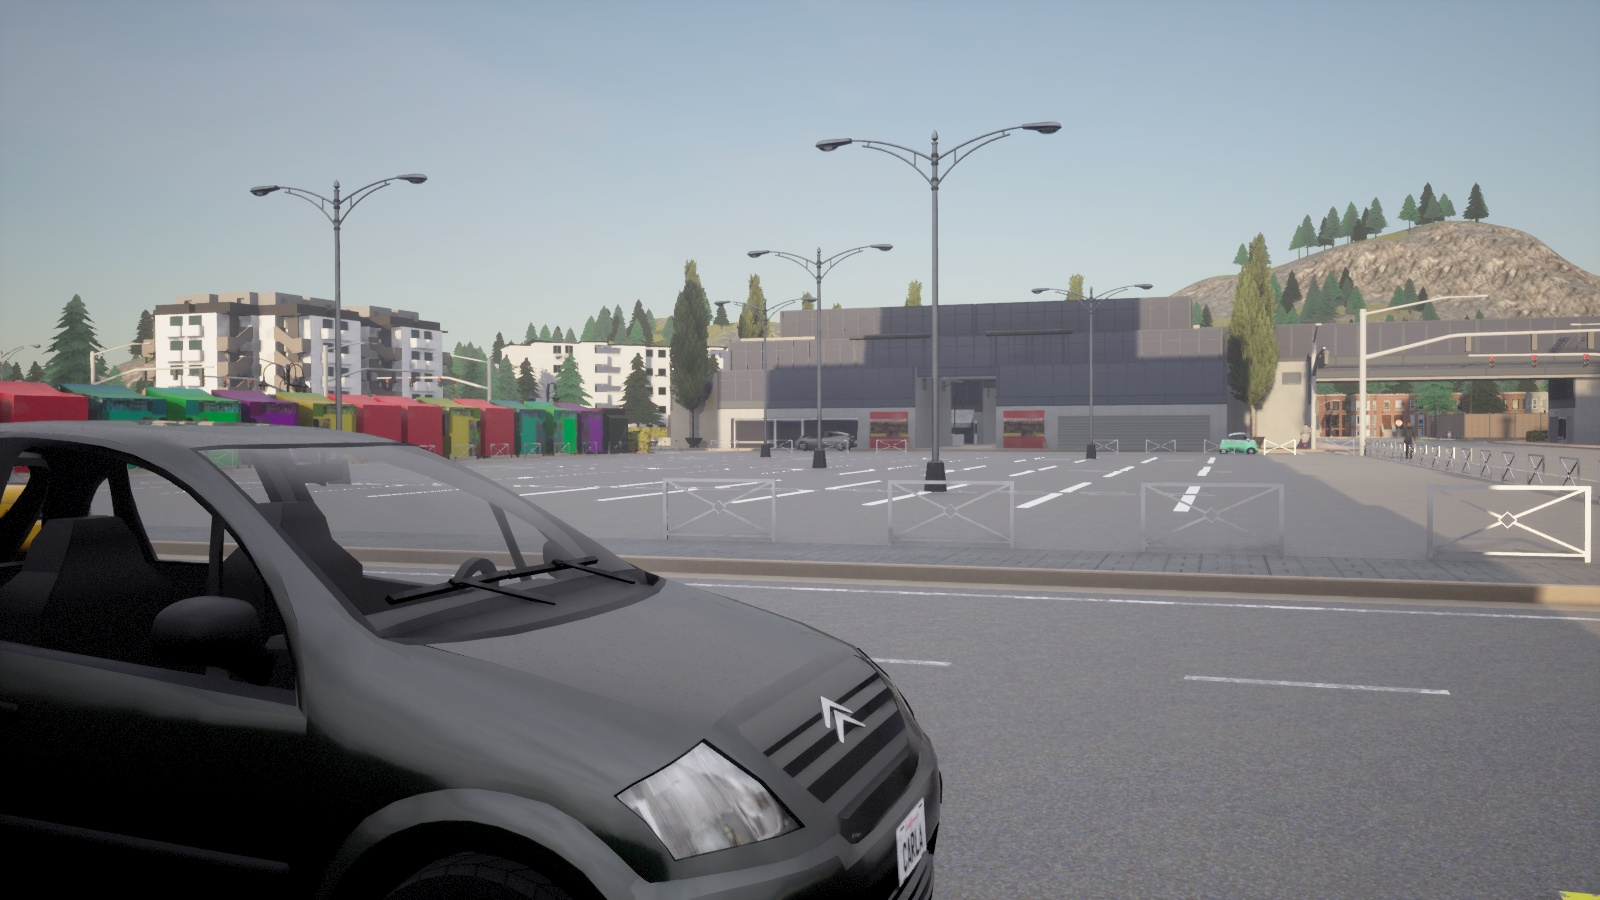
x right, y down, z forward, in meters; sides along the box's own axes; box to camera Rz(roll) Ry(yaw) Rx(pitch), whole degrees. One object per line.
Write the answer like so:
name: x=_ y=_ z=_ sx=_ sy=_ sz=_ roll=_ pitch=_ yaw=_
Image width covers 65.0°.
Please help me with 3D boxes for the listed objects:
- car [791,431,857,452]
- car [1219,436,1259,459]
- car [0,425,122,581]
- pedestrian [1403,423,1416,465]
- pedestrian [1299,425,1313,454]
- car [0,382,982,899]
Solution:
car: x=1.818 y=-0.673 z=94.231 sx=4.514 sy=1.525 sz=2.007 roll=1 pitch=1 yaw=20
car: x=25.909 y=-0.153 z=74.125 sx=2.207 sy=1.376 sz=1.481 roll=0 pitch=1 yaw=20
car: x=-10.431 y=0.501 z=14.082 sx=5.366 sy=1.575 sz=1.801 roll=1 pitch=1 yaw=19
pedestrian: x=28.390 y=-0.290 z=58.504 sx=0.423 sy=1.949 sz=0.788 roll=1 pitch=1 yaw=18
pedestrian: x=34.714 y=-0.709 z=86.192 sx=0.659 sy=1.952 sz=0.873 roll=0 pitch=1 yaw=7
car: x=-1.613 y=0.659 z=3.733 sx=3.988 sy=1.617 sz=1.851 roll=1 pitch=1 yaw=19
